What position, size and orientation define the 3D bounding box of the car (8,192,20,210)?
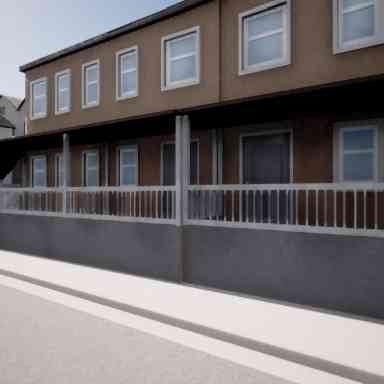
[{"bbox_3d":[-15.132,0.851,28.667,2.033,1.411,5.357,0,16,34],"label":"car"}]
